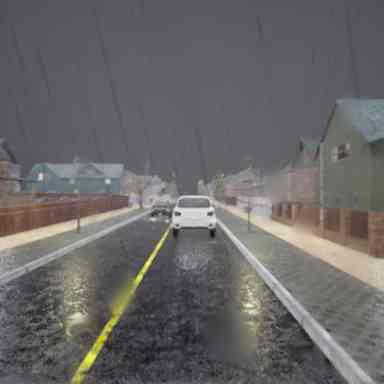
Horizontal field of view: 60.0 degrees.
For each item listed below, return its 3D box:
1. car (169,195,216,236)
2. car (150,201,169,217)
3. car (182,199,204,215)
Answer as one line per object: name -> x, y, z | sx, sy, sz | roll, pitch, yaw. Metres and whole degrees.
car -> 0.103, 1.206, 18.346 | 2.150, 2.045, 5.566 | 0, 0, 0
car -> -2.740, 1.538, 31.359 | 2.033, 1.411, 5.357 | 0, 0, 0
car -> 0.112, 1.485, 34.784 | 2.128, 1.511, 4.902 | 0, 0, 0
